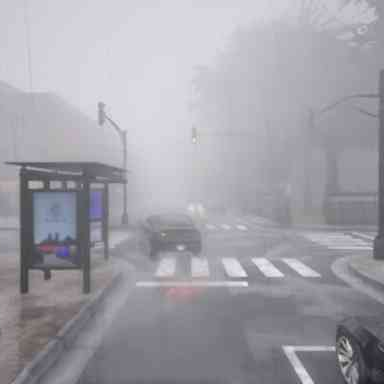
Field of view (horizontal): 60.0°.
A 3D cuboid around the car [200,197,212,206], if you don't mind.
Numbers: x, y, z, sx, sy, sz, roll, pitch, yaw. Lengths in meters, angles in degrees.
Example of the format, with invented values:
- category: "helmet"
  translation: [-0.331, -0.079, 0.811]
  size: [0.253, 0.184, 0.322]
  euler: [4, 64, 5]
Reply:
- category: "car"
  translation: [2.615, 1.754, 62.109]
  size: [1.967, 1.590, 4.097]
  euler: [-1, 0, 0]

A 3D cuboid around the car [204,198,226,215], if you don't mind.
- category: "car"
  translation: [2.622, 1.683, 34.857]
  size: [2.008, 1.369, 4.403]
  euler: [-1, 0, 0]

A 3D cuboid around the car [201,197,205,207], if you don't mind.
- category: "car"
  translation: [2.620, 1.747, 45.758]
  size: [2.008, 1.369, 4.403]
  euler: [-1, 0, 0]

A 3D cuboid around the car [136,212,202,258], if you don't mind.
- category: "car"
  translation: [-1.030, 1.558, 13.226]
  size: [1.837, 1.490, 4.892]
  euler: [1, 0, -16]

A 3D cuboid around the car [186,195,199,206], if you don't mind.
- category: "car"
  translation: [0.046, 1.649, 59.813]
  size: [2.097, 1.767, 4.553]
  euler: [0, 0, 0]

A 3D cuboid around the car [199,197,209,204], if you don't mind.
- category: "car"
  translation: [2.614, 1.844, 73.009]
  size: [1.967, 1.590, 4.097]
  euler: [-1, -1, 0]

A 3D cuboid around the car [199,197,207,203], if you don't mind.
- category: "car"
  translation: [2.742, 1.989, 84.702]
  size: [1.882, 1.535, 5.008]
  euler: [0, -1, 0]

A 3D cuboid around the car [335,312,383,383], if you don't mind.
- category: "car"
  translation: [2.627, 1.572, 2.343]
  size: [1.947, 1.339, 4.313]
  euler: [-1, 0, 0]

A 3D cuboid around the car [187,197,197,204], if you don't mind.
- category: "car"
  translation: [-0.006, 1.748, 69.835]
  size: [2.033, 1.411, 5.357]
  euler: [0, -1, 0]

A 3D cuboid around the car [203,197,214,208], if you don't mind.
- category: "car"
  translation: [2.621, 1.689, 40.476]
  size: [1.752, 1.417, 4.829]
  euler: [-1, 0, 0]

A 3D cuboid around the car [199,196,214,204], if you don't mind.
- category: "car"
  translation: [2.615, 1.549, 51.209]
  size: [2.192, 1.841, 5.009]
  euler: [-1, 0, 0]
